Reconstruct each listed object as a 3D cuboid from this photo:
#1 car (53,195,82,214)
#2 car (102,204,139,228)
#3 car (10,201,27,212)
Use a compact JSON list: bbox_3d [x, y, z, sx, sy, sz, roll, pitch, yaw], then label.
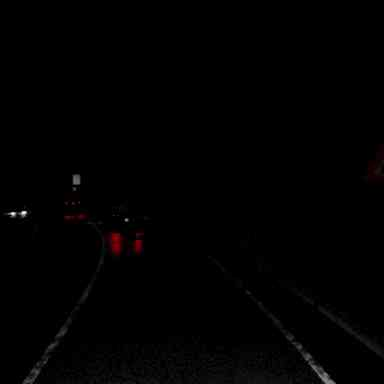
[{"bbox_3d":[-14.523,1.388,38.639,2.150,2.045,5.566,-4,1,-35],"label":"car"},{"bbox_3d":[-4.800,1.498,22.164,1.812,1.442,4.674,-2,0,-22],"label":"car"},{"bbox_3d":[-24.596,2.061,47.080,2.033,1.411,5.357,-3,1,-31],"label":"car"}]
